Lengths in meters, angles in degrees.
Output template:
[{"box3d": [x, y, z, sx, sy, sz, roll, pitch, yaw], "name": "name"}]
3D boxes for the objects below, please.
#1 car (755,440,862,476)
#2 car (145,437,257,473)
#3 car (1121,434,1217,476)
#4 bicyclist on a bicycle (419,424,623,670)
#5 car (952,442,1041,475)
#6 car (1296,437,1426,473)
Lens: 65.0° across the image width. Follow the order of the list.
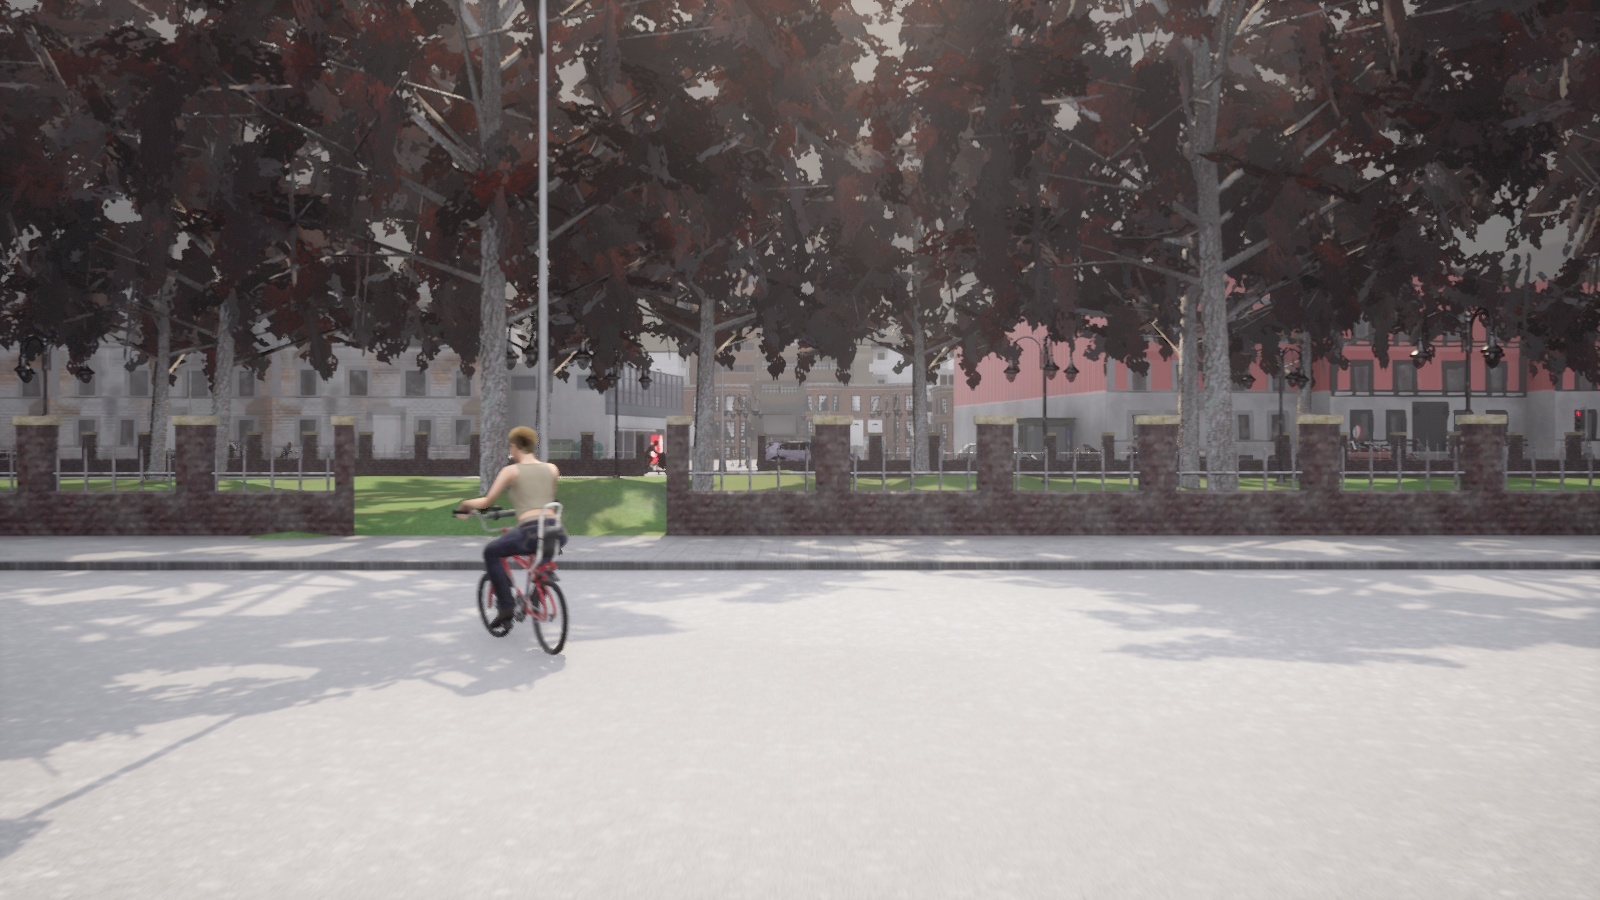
[{"box3d": [0.403, 0.350, 57.916, 4.856, 1.649, 2.033, 0, 0, 0], "name": "car"}, {"box3d": [-29.558, 0.231, 62.042, 4.553, 1.767, 2.097, 0, 0, 0], "name": "car"}, {"box3d": [16.971, 0.229, 57.833, 3.866, 1.878, 1.905, 0, 0, 0], "name": "car"}, {"box3d": [-2.060, 0.630, 9.138, 0.866, 1.612, 1.509, -2, 2, -37], "name": "bicyclist on a bicycle"}, {"box3d": [9.025, 0.392, 57.874, 3.806, 1.475, 1.970, 0, 0, 0], "name": "car"}, {"box3d": [25.756, 0.219, 57.804, 5.027, 1.651, 2.152, 0, 0, 1], "name": "car"}]
